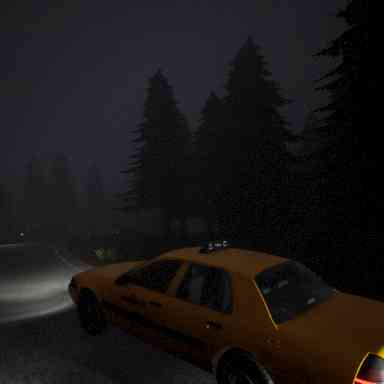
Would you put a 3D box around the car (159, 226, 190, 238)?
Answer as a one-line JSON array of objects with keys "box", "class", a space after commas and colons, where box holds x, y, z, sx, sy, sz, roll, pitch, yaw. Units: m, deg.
[{"box": [-2.318, 5.544, 46.286, 1.882, 1.535, 5.008, -5, -8, 30], "class": "car"}]

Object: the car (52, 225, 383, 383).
[{"box": [0.116, 1.441, 4.758, 5.366, 1.575, 1.801, 0, 1, 43], "class": "car"}]

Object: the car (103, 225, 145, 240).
[{"box": [-7.443, 4.510, 36.981, 2.033, 1.411, 5.357, -4, -8, 20], "class": "car"}]

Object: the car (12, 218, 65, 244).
[{"box": [-12.725, 3.239, 28.283, 2.150, 2.045, 5.566, -4, -7, 7], "class": "car"}]
